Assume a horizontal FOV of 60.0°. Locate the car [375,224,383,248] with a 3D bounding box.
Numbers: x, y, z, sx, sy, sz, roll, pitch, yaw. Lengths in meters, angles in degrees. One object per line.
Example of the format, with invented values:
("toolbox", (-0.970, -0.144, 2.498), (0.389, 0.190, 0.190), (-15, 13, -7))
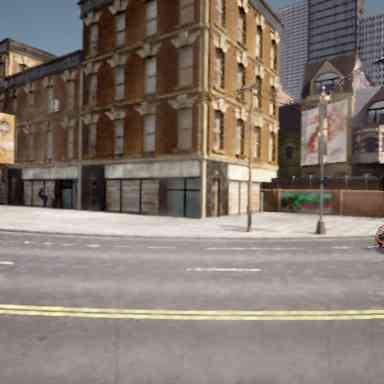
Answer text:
("car", (9.551, 1.453, 13.016), (4.553, 1.767, 2.097), (1, 0, -17))
